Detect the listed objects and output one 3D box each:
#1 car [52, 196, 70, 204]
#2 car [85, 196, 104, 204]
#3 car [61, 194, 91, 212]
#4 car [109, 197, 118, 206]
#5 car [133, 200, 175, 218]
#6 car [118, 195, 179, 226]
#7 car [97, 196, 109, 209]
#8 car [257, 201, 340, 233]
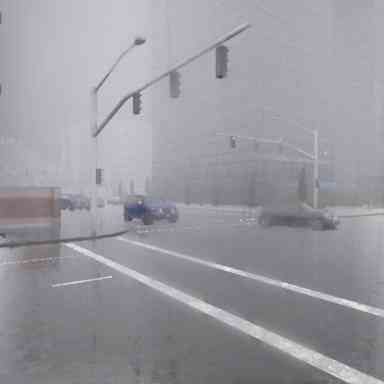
[{"bbox_3d":[-22.888,1.358,58.003,1.994,1.385,4.181,0,0,-36],"label":"car"},{"bbox_3d":[-19.032,1.492,64.819,2.128,1.511,4.902,0,0,-36],"label":"car"},{"bbox_3d":[-13.503,1.223,38.722,2.150,2.045,5.566,0,0,-35],"label":"car"},{"bbox_3d":[-13.067,1.526,56.485,1.812,1.442,4.674,0,0,-36],"label":"car"},{"bbox_3d":[-3.597,1.525,30.892,1.812,1.442,4.674,0,0,-36],"label":"car"},{"bbox_3d":[-3.127,1.224,24.068,2.150,2.045,5.566,0,0,-34],"label":"car"},{"bbox_3d":[-13.264,1.601,44.400,1.895,1.301,4.718,0,0,-36],"label":"car"},{"bbox_3d":[6.323,1.351,19.910,4.553,1.767,2.097,0,0,35],"label":"car"}]
